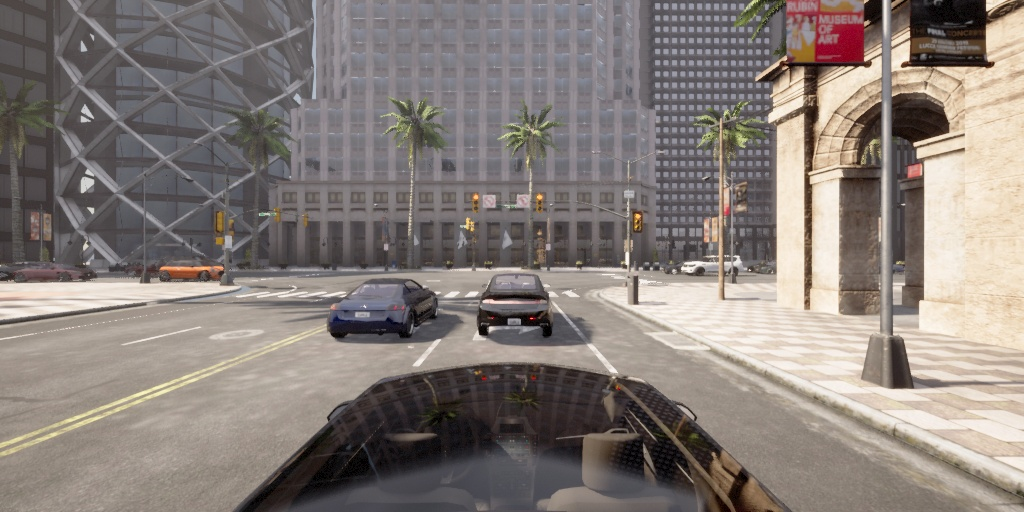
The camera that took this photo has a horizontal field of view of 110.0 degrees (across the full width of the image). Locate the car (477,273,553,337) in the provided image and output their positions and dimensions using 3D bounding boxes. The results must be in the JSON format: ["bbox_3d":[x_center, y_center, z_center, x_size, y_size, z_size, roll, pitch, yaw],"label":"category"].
[{"bbox_3d":[0.121,1.242,10.352,2.128,1.511,4.902,0,0,2],"label":"car"}]

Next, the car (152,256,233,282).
[{"bbox_3d":[-25.077,1.102,28.534,4.553,1.767,2.097,0,0,-1],"label":"car"}]

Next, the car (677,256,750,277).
[{"bbox_3d":[19.989,0.972,35.787,5.566,2.045,2.150,0,0,0],"label":"car"}]

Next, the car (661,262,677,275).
[{"bbox_3d":[18.869,1.255,39.291,4.892,1.490,1.837,0,0,0],"label":"car"}]

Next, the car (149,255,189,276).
[{"bbox_3d":[-28.331,0.971,32.036,5.566,2.045,2.150,0,0,-2],"label":"car"}]

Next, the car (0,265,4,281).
[{"bbox_3d":[-39.792,1.242,30.107,4.902,1.511,2.128,0,0,-21],"label":"car"}]

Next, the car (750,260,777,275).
[{"bbox_3d":[28.832,1.314,39.249,4.181,1.385,1.994,0,0,0],"label":"car"}]

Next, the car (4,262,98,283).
[{"bbox_3d":[-35.278,1.314,27.771,4.181,1.385,1.994,0,0,-14],"label":"car"}]

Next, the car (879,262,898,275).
[{"bbox_3d":[39.481,1.297,39.198,5.357,1.411,2.033,0,0,1],"label":"car"}]

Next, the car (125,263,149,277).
[{"bbox_3d":[-34.726,1.227,35.218,5.008,1.535,1.882,0,0,-8],"label":"car"}]

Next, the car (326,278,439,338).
[{"bbox_3d":[-3.416,1.314,10.222,1.994,1.385,4.181,0,0,0],"label":"car"}]

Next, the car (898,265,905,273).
[{"bbox_3d":[42.163,1.228,35.688,5.008,1.535,1.882,0,0,0],"label":"car"}]
